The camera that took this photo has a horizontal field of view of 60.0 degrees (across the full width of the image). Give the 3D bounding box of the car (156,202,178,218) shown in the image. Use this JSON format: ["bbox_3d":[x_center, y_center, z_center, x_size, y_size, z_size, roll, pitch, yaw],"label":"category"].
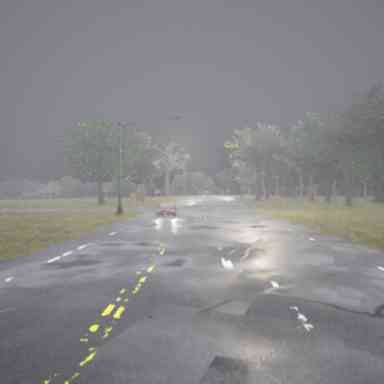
[{"bbox_3d":[-2.400,1.728,32.989,1.812,1.442,4.674,-1,0,2],"label":"car"}]
